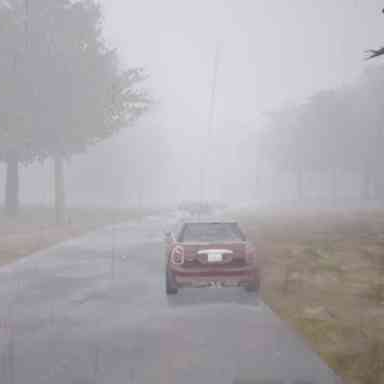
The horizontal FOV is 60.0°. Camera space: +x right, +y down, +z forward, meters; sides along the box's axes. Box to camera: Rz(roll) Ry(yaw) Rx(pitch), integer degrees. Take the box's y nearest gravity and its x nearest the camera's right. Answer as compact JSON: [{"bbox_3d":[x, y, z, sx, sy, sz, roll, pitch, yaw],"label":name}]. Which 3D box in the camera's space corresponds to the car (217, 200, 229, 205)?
[{"bbox_3d":[3.887,1.814,46.718,1.895,1.301,4.718,0,0,20],"label":"car"}]

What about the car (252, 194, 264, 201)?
[{"bbox_3d":[15.583,1.194,78.365,2.128,1.511,4.902,0,1,28],"label":"car"}]

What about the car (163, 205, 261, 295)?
[{"bbox_3d":[0.304,1.407,9.125,2.097,1.767,4.553,0,0,-5],"label":"car"}]

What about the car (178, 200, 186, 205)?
[{"bbox_3d":[-0.419,1.720,43.250,1.882,1.535,5.008,0,0,16],"label":"car"}]

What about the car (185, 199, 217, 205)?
[{"bbox_3d":[1.106,1.760,36.160,2.033,1.411,5.357,0,0,12],"label":"car"}]
